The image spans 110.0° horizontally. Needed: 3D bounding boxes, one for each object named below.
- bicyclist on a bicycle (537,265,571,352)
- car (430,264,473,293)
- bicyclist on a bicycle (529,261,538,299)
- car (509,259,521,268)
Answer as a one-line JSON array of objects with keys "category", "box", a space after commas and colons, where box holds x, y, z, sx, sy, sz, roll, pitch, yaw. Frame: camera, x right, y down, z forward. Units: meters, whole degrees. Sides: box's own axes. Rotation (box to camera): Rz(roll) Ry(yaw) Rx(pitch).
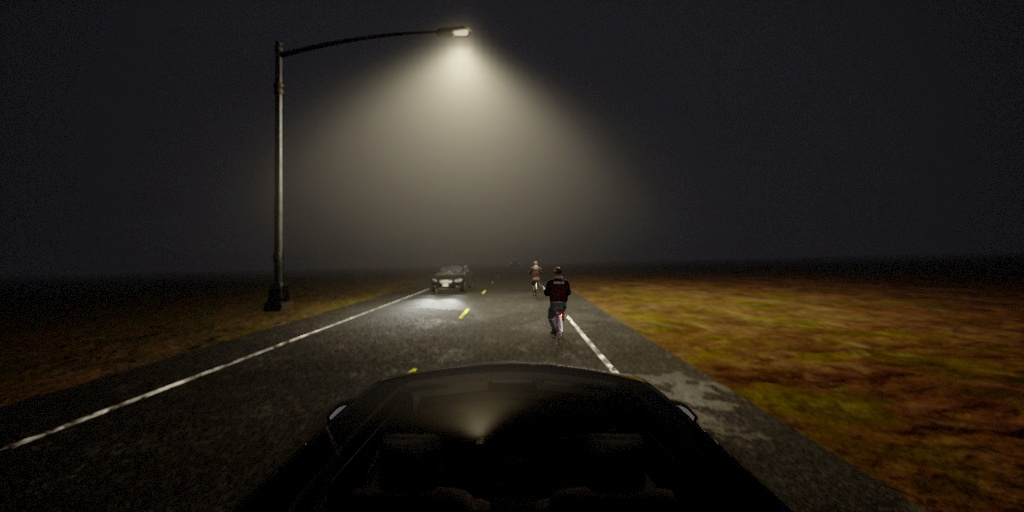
[{"category": "bicyclist on a bicycle", "box": [1.012, 1.122, 8.084, 0.659, 1.776, 1.843, 0, 0, 1]}, {"category": "car", "box": [-3.399, 1.246, 20.923, 2.128, 1.511, 4.902, 0, 0, 1]}, {"category": "bicyclist on a bicycle", "box": [1.119, 1.124, 17.053, 0.659, 1.776, 1.843, 0, 0, 1]}, {"category": "car", "box": [0.530, 1.334, 62.058, 2.033, 1.411, 5.357, 0, 0, 0]}]
